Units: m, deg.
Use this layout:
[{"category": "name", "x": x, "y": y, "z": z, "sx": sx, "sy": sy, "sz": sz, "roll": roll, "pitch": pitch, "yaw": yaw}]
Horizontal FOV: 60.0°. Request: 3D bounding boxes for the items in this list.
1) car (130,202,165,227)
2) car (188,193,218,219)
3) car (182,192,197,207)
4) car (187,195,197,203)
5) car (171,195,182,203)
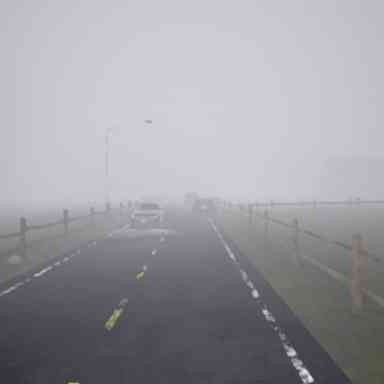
[{"category": "car", "x": -2.847, "y": 1.432, "z": 21.959, "sx": 1.812, "sy": 1.442, "sz": 4.674, "roll": 0, "pitch": 0, "yaw": 0}, {"category": "car", "x": 0.964, "y": 1.233, "z": 27.792, "sx": 2.097, "sy": 1.767, "sz": 4.553, "roll": 0, "pitch": 0, "yaw": 0}, {"category": "car", "x": 0.011, "y": 1.033, "z": 47.426, "sx": 2.150, "sy": 2.045, "sz": 5.566, "roll": 0, "pitch": 0, "yaw": 0}, {"category": "car", "x": 0.007, "y": 1.289, "z": 61.447, "sx": 1.812, "sy": 1.442, "sz": 4.674, "roll": 0, "pitch": 0, "yaw": 0}, {"category": "car", "x": -2.773, "y": 1.321, "z": 62.661, "sx": 1.994, "sy": 1.385, "sz": 4.181, "roll": 0, "pitch": 0, "yaw": 1}]
